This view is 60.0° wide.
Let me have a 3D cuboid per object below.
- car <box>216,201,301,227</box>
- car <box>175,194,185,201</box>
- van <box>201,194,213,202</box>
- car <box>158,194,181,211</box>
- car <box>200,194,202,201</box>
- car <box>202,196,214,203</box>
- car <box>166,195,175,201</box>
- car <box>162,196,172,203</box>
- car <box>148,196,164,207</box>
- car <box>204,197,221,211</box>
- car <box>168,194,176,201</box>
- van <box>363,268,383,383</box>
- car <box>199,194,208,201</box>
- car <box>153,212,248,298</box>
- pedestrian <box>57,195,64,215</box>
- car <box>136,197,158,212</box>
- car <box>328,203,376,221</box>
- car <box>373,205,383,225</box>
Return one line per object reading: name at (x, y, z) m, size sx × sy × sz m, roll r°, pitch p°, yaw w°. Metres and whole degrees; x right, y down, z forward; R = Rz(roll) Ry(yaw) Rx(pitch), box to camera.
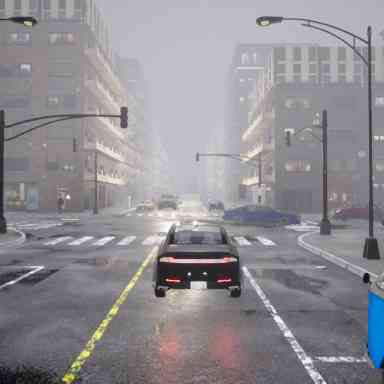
car at (4.724, 1.566, 23.022) m, size 5.357 × 1.411 × 2.033 m, roll 1°, pitch 0°, yaw 20°
car at (-2.776, 1.188, 74.993) m, size 2.033 × 1.411 × 5.357 m, roll 0°, pitch 0°, yaw 0°
van at (2.877, 1.364, 56.906) m, size 1.690 × 1.788 × 3.998 m, roll 1°, pitch 0°, yaw 0°
car at (-2.974, 1.236, 41.729) m, size 2.150 × 2.045 × 5.566 m, roll 0°, pitch 0°, yaw 1°
car at (2.908, 1.554, 68.362) m, size 1.752 × 1.417 × 4.829 m, roll 1°, pitch 0°, yaw 0°
car at (2.839, 1.568, 45.622) m, size 2.008 × 1.369 × 4.403 m, roll 1°, pitch 0°, yaw 0°
car at (-5.423, 1.590, 85.145) m, size 2.008 × 1.369 × 4.403 m, roll 1°, pitch 0°, yaw 0°
car at (-5.456, 1.577, 73.860) m, size 1.887 × 1.381 × 4.507 m, roll 1°, pitch 0°, yaw 0°
car at (-5.522, 1.460, 51.289) m, size 1.967 × 1.590 × 4.097 m, roll 1°, pitch 0°, yaw 0°
car at (2.822, 1.581, 39.979) m, size 1.947 × 1.339 × 4.313 m, roll 1°, pitch 0°, yaw 0°
car at (-5.404, 1.483, 90.788) m, size 1.967 × 1.590 × 4.097 m, roll 1°, pitch 0°, yaw 0°
van at (2.680, 1.342, 2.033) m, size 1.690 × 1.788 × 3.998 m, roll 1°, pitch 0°, yaw 0°
car at (2.961, 1.354, 85.119) m, size 2.192 × 1.841 × 5.009 m, roll 1°, pitch 0°, yaw 0°
car at (0.126, 1.494, 8.523) m, size 2.128 × 1.511 × 4.902 m, roll 0°, pitch 0°, yaw 0°
pedestrian at (-12.445, 1.218, 31.466) m, size 0.375 × 1.860 × 0.375 m, roll 0°, pitch -1°, yaw 1°
car at (-5.557, 1.540, 39.834) m, size 1.752 × 1.417 × 4.829 m, roll 1°, pitch 0°, yaw 0°
car at (13.726, 1.609, 28.131) m, size 4.097 × 1.590 × 1.967 m, roll 0°, pitch -1°, yaw 1°
car at (13.597, 1.583, 19.750) m, size 4.313 × 1.339 × 1.947 m, roll 0°, pitch -1°, yaw 1°
